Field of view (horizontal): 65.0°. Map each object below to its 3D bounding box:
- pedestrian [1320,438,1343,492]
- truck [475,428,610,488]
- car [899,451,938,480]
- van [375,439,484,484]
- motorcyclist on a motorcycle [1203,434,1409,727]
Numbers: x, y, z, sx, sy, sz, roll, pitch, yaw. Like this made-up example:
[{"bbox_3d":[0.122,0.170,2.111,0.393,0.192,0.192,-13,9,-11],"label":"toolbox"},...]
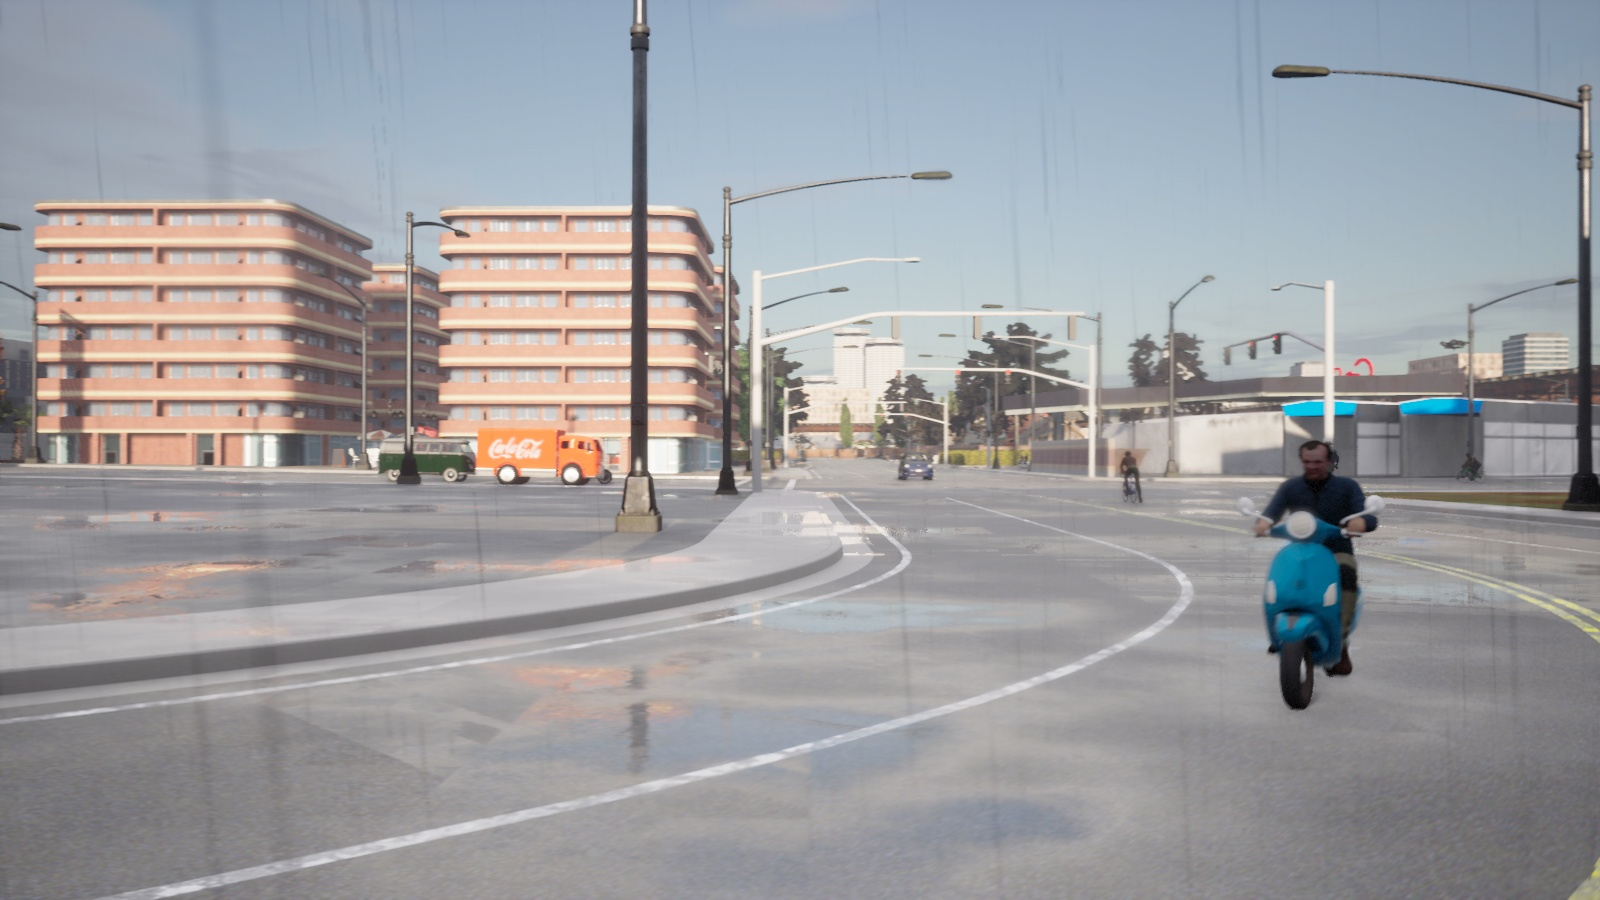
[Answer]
[{"bbox_3d":[17.993,0.504,42.511,0.370,1.835,0.726,0,0,-8],"label":"pedestrian"},{"bbox_3d":[-11.005,0.347,53.929,5.204,2.467,2.627,1,0,1],"label":"truck"},{"bbox_3d":[6.743,0.855,71.763,1.851,1.617,3.988,0,0,0],"label":"car"},{"bbox_3d":[-16.948,0.534,57.541,4.442,1.987,1.775,1,0,1],"label":"van"},{"bbox_3d":[3.200,0.717,7.833,0.866,1.590,1.817,-1,-1,32],"label":"motorcyclist on a motorcycle"}]
